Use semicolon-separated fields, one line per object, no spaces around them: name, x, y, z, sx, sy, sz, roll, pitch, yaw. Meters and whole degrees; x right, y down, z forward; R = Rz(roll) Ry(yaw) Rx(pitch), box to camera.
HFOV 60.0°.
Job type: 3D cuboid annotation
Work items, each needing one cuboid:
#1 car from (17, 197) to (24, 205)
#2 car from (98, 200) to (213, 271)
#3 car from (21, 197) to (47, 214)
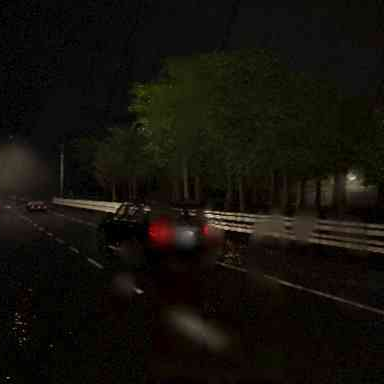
car;-30.781;1.699;60.816;2.033;1.411;5.357;1;0;-23
car;-1.508;1.287;11.487;2.150;2.045;5.566;1;0;-32
car;-17.468;1.652;37.234;2.033;1.411;5.357;1;0;-32
